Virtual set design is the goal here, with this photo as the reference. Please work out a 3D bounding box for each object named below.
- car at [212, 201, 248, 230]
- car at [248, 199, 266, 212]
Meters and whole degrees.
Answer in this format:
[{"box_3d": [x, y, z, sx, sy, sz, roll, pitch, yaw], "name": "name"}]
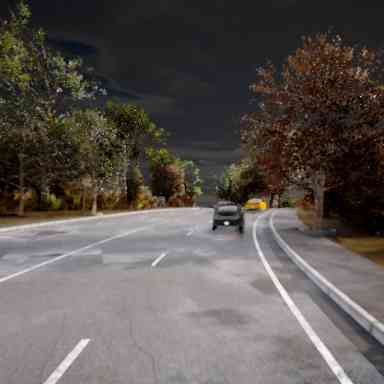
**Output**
[{"box_3d": [2.439, 1.542, 21.440, 1.837, 1.490, 4.892, -1, 0, 11], "name": "car"}, {"box_3d": [7.645, 1.545, 39.677, 1.882, 1.535, 5.008, -1, -1, 19], "name": "car"}]
